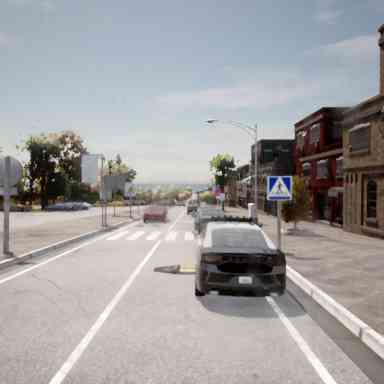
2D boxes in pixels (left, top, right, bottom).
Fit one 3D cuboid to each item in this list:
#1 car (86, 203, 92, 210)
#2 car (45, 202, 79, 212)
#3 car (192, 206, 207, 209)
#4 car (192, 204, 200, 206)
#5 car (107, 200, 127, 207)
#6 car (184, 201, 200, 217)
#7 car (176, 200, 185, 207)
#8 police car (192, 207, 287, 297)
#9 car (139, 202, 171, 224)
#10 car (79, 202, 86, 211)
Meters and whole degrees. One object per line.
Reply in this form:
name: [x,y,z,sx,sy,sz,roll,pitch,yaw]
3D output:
car: [-21.621,2.631,60.995,5.008,1.535,2.097,0,-1,0]
car: [-21.659,2.518,54.446,4.674,1.452,2.002,0,-1,0]
car: [1.050,1.714,18.771,1.837,1.490,4.892,0,-1,0]
car: [1.084,1.852,24.775,1.837,1.490,4.892,0,-1,0]
car: [-21.385,3.373,92.619,5.008,1.535,2.097,0,-1,0]
car: [0.256,2.356,46.538,1.837,1.490,4.892,0,-1,1]
car: [-2.725,3.363,90.376,1.837,1.490,4.892,0,-2,0]
police car: [1.025,1.451,8.861,1.930,1.638,5.238,1,0,0]
car: [-3.210,1.942,29.874,1.882,1.535,5.008,0,-1,0]
car: [-21.633,2.556,57.722,4.892,1.521,2.231,0,-1,0]
